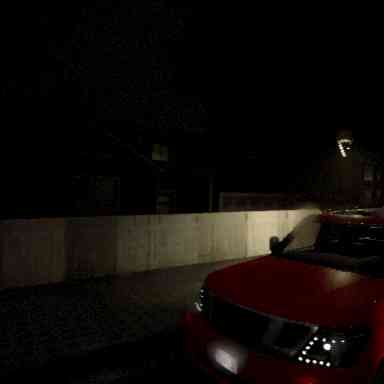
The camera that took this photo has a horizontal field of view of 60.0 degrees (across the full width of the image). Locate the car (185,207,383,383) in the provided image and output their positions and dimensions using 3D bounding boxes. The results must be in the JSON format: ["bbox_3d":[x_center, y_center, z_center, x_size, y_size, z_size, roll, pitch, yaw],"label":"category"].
[{"bbox_3d":[2.585,1.273,4.750,5.566,2.045,2.150,1,0,-35],"label":"car"}]
